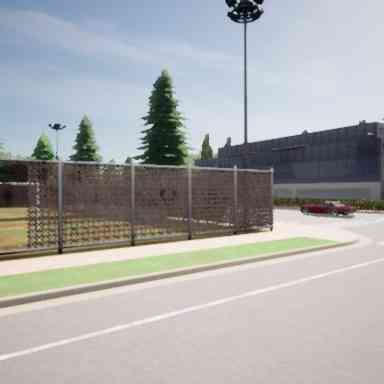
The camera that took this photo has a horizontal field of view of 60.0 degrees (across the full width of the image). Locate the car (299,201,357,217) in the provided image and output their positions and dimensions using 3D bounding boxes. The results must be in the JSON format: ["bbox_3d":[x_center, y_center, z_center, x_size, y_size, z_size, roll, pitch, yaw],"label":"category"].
[{"bbox_3d":[12.185,1.499,30.194,1.895,1.301,4.718,0,0,-36],"label":"car"}]
